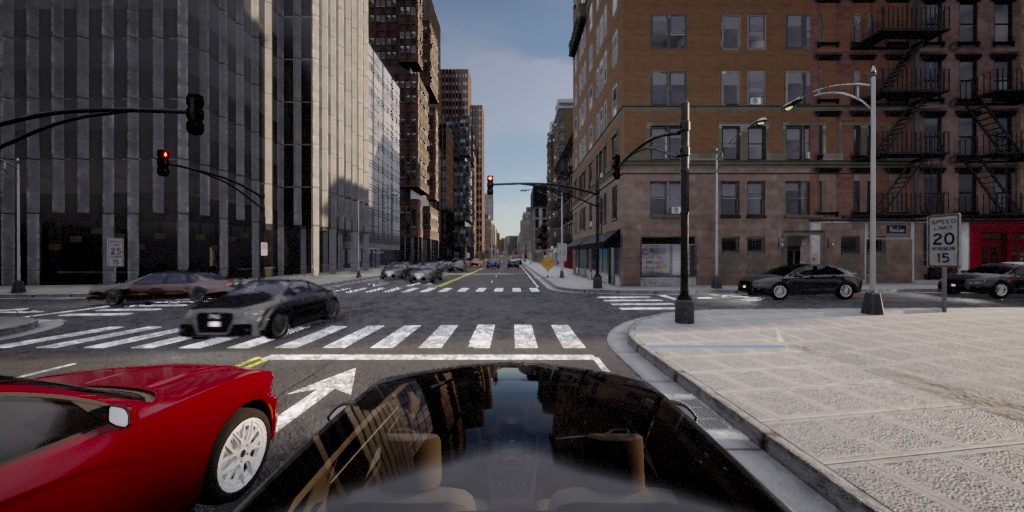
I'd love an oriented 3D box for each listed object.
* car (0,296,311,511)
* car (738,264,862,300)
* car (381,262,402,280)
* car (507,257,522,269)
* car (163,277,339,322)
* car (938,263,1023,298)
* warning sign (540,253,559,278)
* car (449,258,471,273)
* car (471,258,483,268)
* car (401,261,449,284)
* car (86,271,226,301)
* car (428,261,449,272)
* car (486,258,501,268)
[{"bbox_3d":[-3.154,1.228,1.379,1.882,1.535,5.008,0,0,0],"label":"car"},{"bbox_3d":[12.907,1.116,16.232,4.892,1.490,1.837,0,0,-1],"label":"car"},{"bbox_3d":[-9.779,1.245,31.055,2.128,1.511,4.902,0,0,0],"label":"car"},{"bbox_3d":[0.189,1.271,58.703,1.837,1.490,4.892,0,0,0],"label":"car"},{"bbox_3d":[-6.591,1.335,9.935,1.994,1.385,4.181,0,0,0],"label":"car"},{"bbox_3d":[22.304,1.048,16.149,4.892,1.490,1.837,0,0,0],"label":"car"},{"bbox_3d":[2.915,0.869,29.098,1.300,1.860,1.060,0,0,0],"label":"warning sign"},{"bbox_3d":[-6.496,1.265,43.324,1.837,1.490,4.892,0,0,0],"label":"car"},{"bbox_3d":[-6.350,1.124,63.302,2.097,1.767,4.553,0,0,0],"label":"car"},{"bbox_3d":[-6.524,1.244,27.492,2.128,1.511,4.902,0,0,0],"label":"car"},{"bbox_3d":[-15.588,1.390,16.531,5.357,1.411,2.033,-1,0,-14],"label":"car"},{"bbox_3d":[-9.731,1.324,47.656,1.994,1.385,4.181,0,0,0],"label":"car"},{"bbox_3d":[-3.054,1.119,59.451,2.097,1.767,4.553,0,0,1],"label":"car"}]
